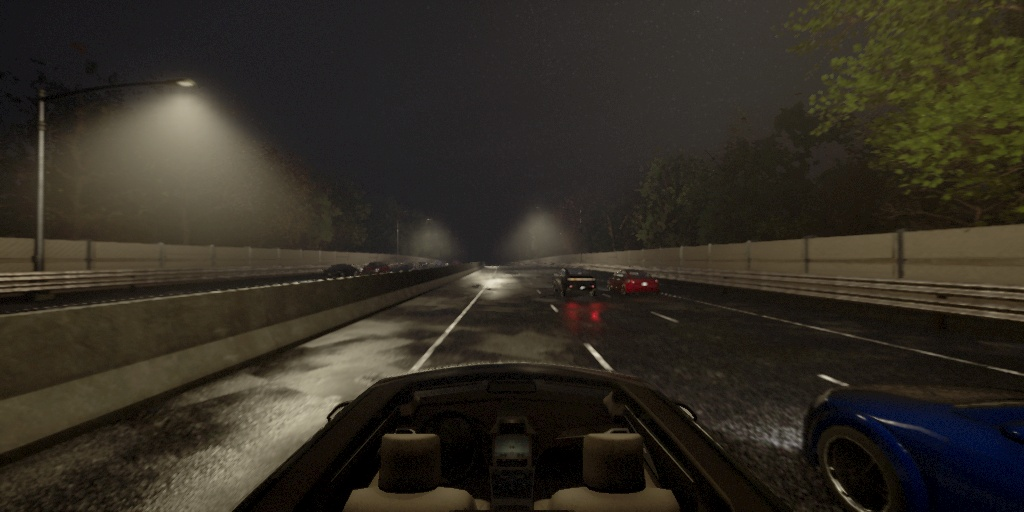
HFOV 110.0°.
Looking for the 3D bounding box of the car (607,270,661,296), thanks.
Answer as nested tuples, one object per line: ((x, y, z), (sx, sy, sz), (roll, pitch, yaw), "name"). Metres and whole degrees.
((6.985, 1.484, 20.943), (1.994, 1.385, 4.181), (0, -1, -1), "car")

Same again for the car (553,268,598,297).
((3.492, 1.408, 20.345), (2.128, 1.511, 4.902), (0, -1, -1), "car")

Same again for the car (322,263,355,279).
((-17.959, 1.561, 37.652), (1.882, 1.535, 5.008), (0, -1, -1), "car")

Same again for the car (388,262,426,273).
((-10.967, 1.630, 37.921), (2.033, 1.411, 5.357), (0, -1, -1), "car")

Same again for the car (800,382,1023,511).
((3.592, 1.309, 1.489), (1.994, 1.385, 4.181), (0, -1, 0), "car")

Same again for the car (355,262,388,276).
((-14.470, 1.439, 38.171), (2.097, 1.767, 4.553), (0, -1, -1), "car")
